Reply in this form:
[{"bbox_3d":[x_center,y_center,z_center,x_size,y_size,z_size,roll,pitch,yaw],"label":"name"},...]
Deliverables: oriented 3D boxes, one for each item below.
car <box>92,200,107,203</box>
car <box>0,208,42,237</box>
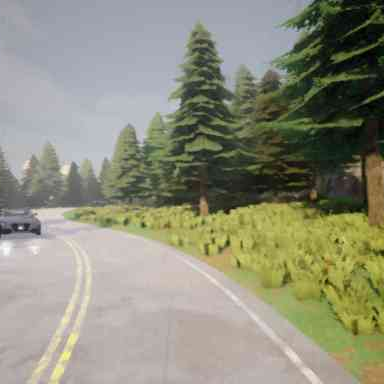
[{"bbox_3d":[-16.644,2.146,58.879,2.033,1.411,5.357,-4,-5,27],"label":"car"},{"bbox_3d":[-9.366,1.559,17.877,1.994,1.385,4.181,2,-1,-32],"label":"car"}]
